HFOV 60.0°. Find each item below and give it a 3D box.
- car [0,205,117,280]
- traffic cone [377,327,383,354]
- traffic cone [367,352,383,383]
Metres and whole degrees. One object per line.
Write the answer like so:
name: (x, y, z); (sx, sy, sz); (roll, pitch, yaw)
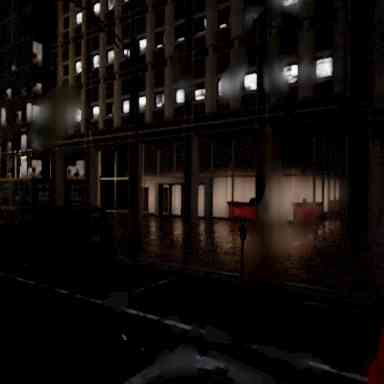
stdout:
car: (-4.460, 1.321, 10.052); (5.009, 1.841, 2.192); (0, 0, 35)
traffic cone: (2.370, 1.960, 4.082); (0.340, 0.580, 0.340); (0, 0, 35)
traffic cone: (1.795, 1.959, 3.265); (0.340, 0.580, 0.340); (0, 0, 35)
